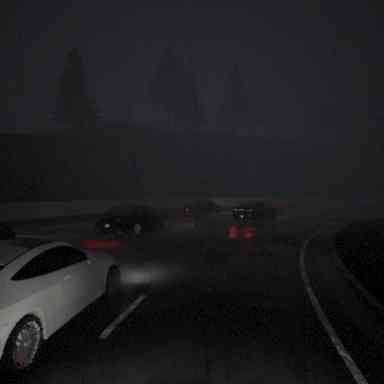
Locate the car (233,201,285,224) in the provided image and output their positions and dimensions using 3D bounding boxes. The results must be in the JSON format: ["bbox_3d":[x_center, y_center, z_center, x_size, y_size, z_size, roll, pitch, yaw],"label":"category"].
[{"bbox_3d":[4.635,1.414,23.955,2.128,1.511,4.902,0,0,34],"label":"car"}]

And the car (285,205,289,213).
[{"bbox_3d":[7.729,1.503,33.061,4.718,1.301,1.895,0,0,-45],"label":"car"}]

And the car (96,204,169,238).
[{"bbox_3d":[-2.913,1.376,17.376,1.882,1.535,5.008,0,0,22],"label":"car"}]

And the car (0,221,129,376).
[{"bbox_3d":[-2.728,1.480,5.467,1.812,1.442,4.674,0,0,8],"label":"car"}]

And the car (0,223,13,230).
[{"bbox_3d":[-8.856,1.430,11.636,2.033,1.411,5.357,0,0,15],"label":"car"}]

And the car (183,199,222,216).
[{"bbox_3d":[1.018,1.389,31.125,1.812,1.442,4.674,0,0,38],"label":"car"}]
